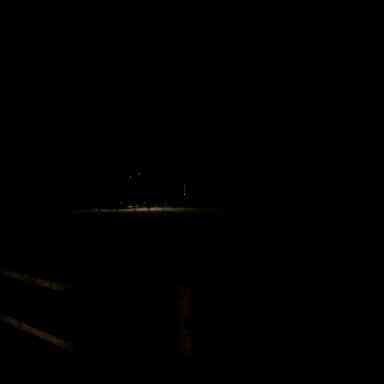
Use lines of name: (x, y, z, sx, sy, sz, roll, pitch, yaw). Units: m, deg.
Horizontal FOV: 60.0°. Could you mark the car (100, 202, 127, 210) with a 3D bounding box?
car: (-15.001, 2.710, 63.929, 2.033, 1.411, 5.357, -1, -2, 36)
